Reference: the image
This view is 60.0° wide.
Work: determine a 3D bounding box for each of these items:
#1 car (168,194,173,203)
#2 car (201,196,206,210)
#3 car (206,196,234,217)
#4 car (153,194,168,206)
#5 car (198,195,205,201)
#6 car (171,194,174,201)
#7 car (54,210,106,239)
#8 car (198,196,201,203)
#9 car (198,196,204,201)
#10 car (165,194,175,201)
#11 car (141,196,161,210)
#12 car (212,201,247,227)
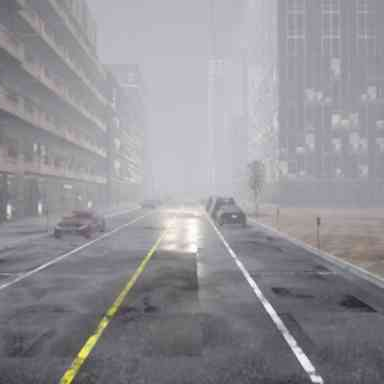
[{"bbox_3d":[-5.822,1.726,72.676,1.947,1.339,4.313,1,0,0],"label":"car"},{"bbox_3d":[2.625,1.352,39.554,2.192,1.841,5.009,1,0,0],"label":"car"},{"bbox_3d":[2.647,1.334,28.508,2.192,1.841,5.009,1,0,0],"label":"car"},{"bbox_3d":[-5.788,1.416,56.107,2.192,1.841,5.009,1,0,0],"label":"car"},{"bbox_3d":[2.534,1.646,89.261,1.967,1.590,4.097,0,0,0],"label":"car"},{"bbox_3d":[-5.846,1.520,83.723,2.192,1.841,5.009,1,0,0],"label":"car"},{"bbox_3d":[-5.715,1.609,17.446,1.802,1.307,4.206,1,0,0],"label":"car"},{"bbox_3d":[2.558,1.719,72.691,1.802,1.307,4.206,0,0,0],"label":"car"},{"bbox_3d":[2.524,1.759,94.954,1.752,1.417,4.829,0,0,0],"label":"car"},{"bbox_3d":[-5.859,1.544,89.245,2.192,1.841,5.009,1,0,0],"label":"car"},{"bbox_3d":[-5.768,1.616,45.060,1.887,1.381,4.507,1,0,0],"label":"car"},{"bbox_3d":[2.655,1.577,22.984,1.947,1.339,4.313,1,0,0],"label":"car"}]
